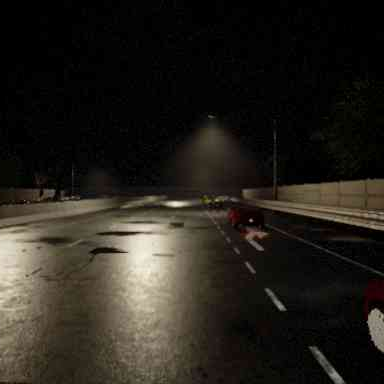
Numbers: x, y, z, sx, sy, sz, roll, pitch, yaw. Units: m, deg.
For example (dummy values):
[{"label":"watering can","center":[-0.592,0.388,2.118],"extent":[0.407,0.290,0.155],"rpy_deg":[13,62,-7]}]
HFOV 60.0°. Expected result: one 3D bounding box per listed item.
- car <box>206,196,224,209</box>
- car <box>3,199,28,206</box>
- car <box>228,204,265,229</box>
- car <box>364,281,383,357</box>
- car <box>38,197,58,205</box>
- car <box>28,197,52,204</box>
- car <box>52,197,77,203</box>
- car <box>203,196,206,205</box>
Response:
[{"label":"car","center":[3.544,1.665,48.600],"extent":[2.128,1.511,4.902],"rpy_deg":[0,0,0]},{"label":"car","center":[-24.521,1.726,46.524],"extent":[1.994,1.385,4.181],"rpy_deg":[0,0,1]},{"label":"car","center":[3.508,1.548,22.223],"extent":[1.882,1.535,5.008],"rpy_deg":[0,0,0]},{"label":"car","center":[3.502,1.488,2.983],"extent":[1.882,1.535,5.008],"rpy_deg":[0,0,0]},{"label":"car","center":[-27.897,1.740,64.554],"extent":[1.837,1.490,4.892],"rpy_deg":[0,0,0]},{"label":"car","center":[-21.013,1.661,48.060],"extent":[2.128,1.511,4.902],"rpy_deg":[0,0,1]},{"label":"car","center":[-17.517,1.714,47.535],"extent":[2.033,1.411,5.357],"rpy_deg":[0,0,1]},{"label":"car","center":[3.614,1.744,67.293],"extent":[1.882,1.535,5.008],"rpy_deg":[0,0,0]}]
